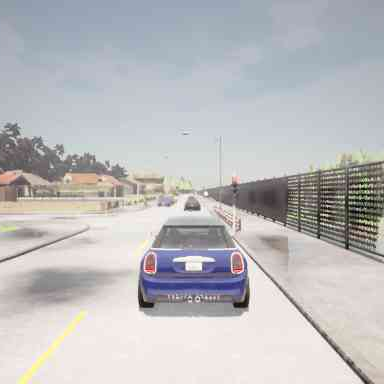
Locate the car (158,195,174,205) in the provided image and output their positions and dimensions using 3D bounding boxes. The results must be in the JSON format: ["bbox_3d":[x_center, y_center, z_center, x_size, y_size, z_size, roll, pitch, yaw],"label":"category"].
[{"bbox_3d":[-4.182,1.526,50.933,1.812,1.442,4.674,0,0,0],"label":"car"}]

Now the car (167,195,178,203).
[{"bbox_3d":[-4.133,1.478,70.964,1.882,1.535,5.008,0,0,0],"label":"car"}]

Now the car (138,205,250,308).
[{"bbox_3d":[0.038,1.352,8.078,2.097,1.767,4.553,0,0,0],"label":"car"}]

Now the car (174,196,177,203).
[{"bbox_3d":[-4.183,1.547,60.701,2.033,1.411,5.357,0,0,0],"label":"car"}]

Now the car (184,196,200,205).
[{"bbox_3d":[-0.002,1.564,42.077,1.994,1.385,4.181,0,0,0],"label":"car"}]
